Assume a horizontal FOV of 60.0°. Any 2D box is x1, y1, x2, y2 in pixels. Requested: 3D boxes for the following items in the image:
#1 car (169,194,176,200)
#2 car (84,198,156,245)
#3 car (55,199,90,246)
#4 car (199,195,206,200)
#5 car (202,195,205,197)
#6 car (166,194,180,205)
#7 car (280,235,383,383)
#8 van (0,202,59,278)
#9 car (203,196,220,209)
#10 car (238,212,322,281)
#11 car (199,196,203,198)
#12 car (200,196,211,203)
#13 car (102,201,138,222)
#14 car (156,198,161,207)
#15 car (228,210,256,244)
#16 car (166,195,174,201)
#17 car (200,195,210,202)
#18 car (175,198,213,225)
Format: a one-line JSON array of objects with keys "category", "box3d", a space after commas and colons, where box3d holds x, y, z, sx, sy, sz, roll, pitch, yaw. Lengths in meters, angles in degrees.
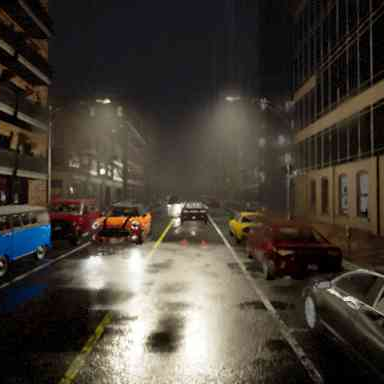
[{"category": "car", "box3d": [-5.557, 1.358, 95.229, 1.967, 1.590, 4.097, 1, 0, 0]}, {"category": "car", "box3d": [-3.080, 1.332, 15.291, 2.097, 1.767, 4.553, 0, 0, 0]}, {"category": "car", "box3d": [-5.650, 1.295, 15.463, 2.192, 1.841, 5.009, 1, 0, 0]}, {"category": "car", "box3d": [2.781, 1.463, 89.401, 1.887, 1.381, 4.507, 1, 0, 0]}, {"category": "car", "box3d": [2.733, 1.488, 49.515, 1.887, 1.381, 4.507, 1, 0, 0]}, {"category": "car", "box3d": [-2.994, 1.441, 56.408, 1.837, 1.490, 4.892, 0, 0, 0]}, {"category": "car", "box3d": [2.678, 1.546, 3.933, 2.008, 1.369, 4.403, 1, 0, 0]}, {"category": "van", "box3d": [-5.657, 1.329, 9.766, 1.690, 1.788, 3.998, 1, 0, 0]}, {"category": "car", "box3d": [2.725, 1.531, 43.817, 1.802, 1.307, 4.206, 1, 0, 0]}, {"category": "car", "box3d": [2.685, 1.532, 9.631, 1.887, 1.381, 4.507, 1, 0, 0]}, {"category": "car", "box3d": [0.146, 1.552, 41.642, 1.895, 1.301, 4.718, 0, 0, 0]}, {"category": "car", "box3d": [2.754, 1.479, 66.610, 2.008, 1.369, 4.403, 1, 0, 0]}, {"category": "car", "box3d": [-5.641, 1.492, 26.689, 1.752, 1.417, 4.829, 1, 0, 0]}, {"category": "car", "box3d": [-5.614, 1.469, 49.480, 1.752, 1.417, 4.829, 1, 0, 0]}, {"category": "car", "box3d": [2.692, 1.505, 15.499, 1.752, 1.417, 4.829, 1, 0, 0]}, {"category": "car", "box3d": [-5.573, 1.445, 83.664, 1.752, 1.417, 4.829, 1, 0, 0]}, {"category": "car", "box3d": [2.760, 1.469, 72.308, 1.887, 1.381, 4.507, 1, 0, 0]}, {"category": "car", "box3d": [0.131, 1.463, 24.023, 2.128, 1.511, 4.902, 0, 0, 0]}]
